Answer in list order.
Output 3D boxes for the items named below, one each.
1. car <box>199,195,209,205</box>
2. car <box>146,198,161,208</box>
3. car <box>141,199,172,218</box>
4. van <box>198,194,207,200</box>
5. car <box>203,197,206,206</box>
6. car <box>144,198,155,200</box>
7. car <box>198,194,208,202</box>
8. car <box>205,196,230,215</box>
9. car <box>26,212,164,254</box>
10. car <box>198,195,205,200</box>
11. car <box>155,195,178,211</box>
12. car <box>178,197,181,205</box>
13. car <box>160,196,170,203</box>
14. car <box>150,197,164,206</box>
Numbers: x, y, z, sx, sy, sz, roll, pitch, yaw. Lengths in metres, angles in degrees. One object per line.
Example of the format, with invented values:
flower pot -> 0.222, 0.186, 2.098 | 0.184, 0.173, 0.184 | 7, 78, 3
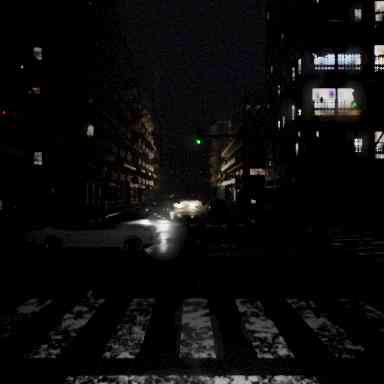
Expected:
car -> 2.630, 1.603, 55.348 | 1.802, 1.307, 4.206 | 0, 0, 0
car -> -5.744, 1.600, 49.805 | 1.802, 1.307, 4.206 | 0, 0, 0
car -> -3.134, 1.611, 30.591 | 1.895, 1.301, 4.718 | 0, 0, 0
van -> 2.618, 1.370, 66.417 | 1.690, 1.788, 3.998 | 0, 0, 0
car -> 2.648, 1.564, 38.745 | 2.008, 1.369, 4.403 | 0, 0, 0
car -> -5.739, 1.566, 44.271 | 2.008, 1.369, 4.403 | 0, 0, 0
car -> 2.606, 1.354, 77.485 | 2.192, 1.841, 5.009 | 0, 0, 0
car -> 2.655, 1.451, 33.211 | 1.967, 1.590, 4.097 | 0, 0, 0
car -> -3.638, 1.601, 12.838 | 4.718, 1.301, 1.895 | 0, 0, 0
car -> 2.587, 1.599, 94.087 | 1.887, 1.381, 4.507 | 0, 0, 0
car -> -3.143, 1.519, 41.484 | 1.837, 1.490, 4.892 | 0, 0, 0
car -> -3.108, 1.531, 60.760 | 1.837, 1.490, 4.892 | 0, 0, 0
car -> -5.769, 1.579, 71.941 | 1.887, 1.381, 4.507 | 0, 0, 0
car -> -5.750, 1.587, 55.340 | 1.947, 1.339, 4.313 | 0, 0, 0
